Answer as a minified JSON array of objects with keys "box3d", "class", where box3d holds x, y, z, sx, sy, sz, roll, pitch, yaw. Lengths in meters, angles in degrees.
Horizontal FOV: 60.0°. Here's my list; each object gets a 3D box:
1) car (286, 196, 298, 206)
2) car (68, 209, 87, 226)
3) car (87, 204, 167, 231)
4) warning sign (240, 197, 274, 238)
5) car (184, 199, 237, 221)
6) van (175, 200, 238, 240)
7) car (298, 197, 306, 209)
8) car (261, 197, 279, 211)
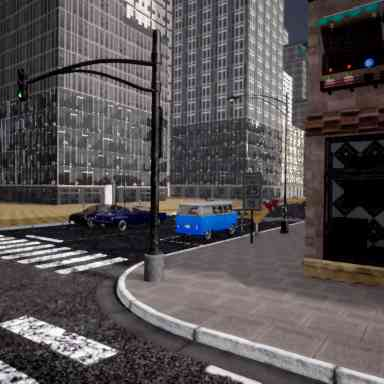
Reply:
[{"box3d":[16.443,1.364,53.266,1.752,1.417,4.829,1,1,36],"class":"car"},{"box3d":[-5.954,1.467,21.880,1.947,1.339,4.313,1,1,36],"class":"car"},{"box3d":[-3.744,1.541,20.520,1.895,1.301,4.718,1,1,36],"class":"car"},{"box3d":[3.150,1.177,16.112,1.300,1.860,1.060,1,1,36],"class":"warning sign"},{"box3d":[1.647,1.414,28.070,2.128,1.511,4.902,1,1,35],"class":"car"},{"box3d":[0.870,1.368,17.009,1.690,1.788,3.998,1,1,36],"class":"van"},{"box3d":[15.609,1.416,42.227,1.882,1.535,5.008,1,1,36],"class":"car"},{"box3d":[7.507,1.506,36.272,1.895,1.301,4.718,1,1,36],"class":"car"}]
